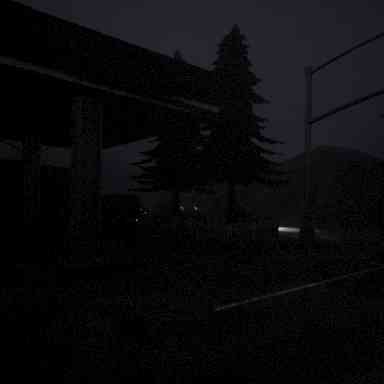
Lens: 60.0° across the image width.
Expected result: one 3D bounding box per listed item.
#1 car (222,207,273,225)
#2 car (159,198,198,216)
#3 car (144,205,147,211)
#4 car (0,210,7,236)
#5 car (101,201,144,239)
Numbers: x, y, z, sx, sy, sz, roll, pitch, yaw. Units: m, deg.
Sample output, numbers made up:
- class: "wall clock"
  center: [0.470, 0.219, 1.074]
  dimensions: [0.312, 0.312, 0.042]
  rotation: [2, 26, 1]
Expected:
- class: "car"
  center: [4.057, 1.814, 25.000]
  dimensions: [1.994, 1.385, 4.181]
  rotation: [1, 0, -35]
- class: "car"
  center: [-1.364, 1.539, 32.638]
  dimensions: [2.097, 1.767, 4.553]
  rotation: [1, 0, -36]
- class: "car"
  center: [-7.513, 1.662, 41.302]
  dimensions: [2.033, 1.411, 5.357]
  rotation: [1, 0, -35]
- class: "car"
  center: [-11.693, 1.519, 18.450]
  dimensions: [2.242, 1.667, 4.611]
  rotation: [1, 0, -36]
- class: "car"
  center: [-4.561, 1.444, 18.268]
  dimensions: [1.905, 1.878, 3.866]
  rotation: [1, 0, -36]
